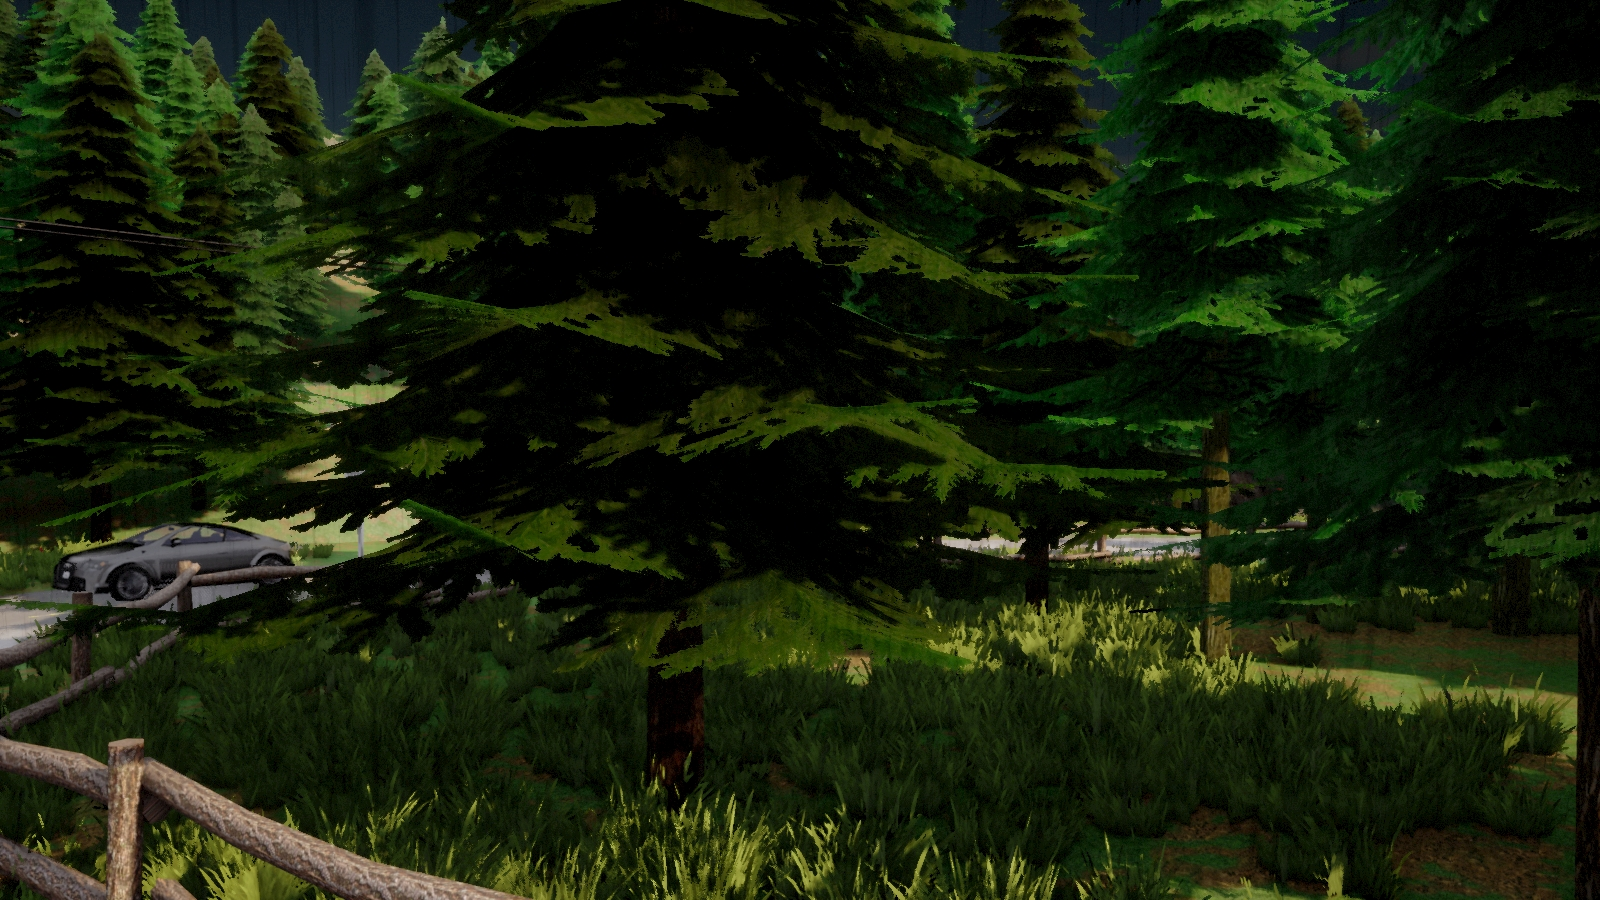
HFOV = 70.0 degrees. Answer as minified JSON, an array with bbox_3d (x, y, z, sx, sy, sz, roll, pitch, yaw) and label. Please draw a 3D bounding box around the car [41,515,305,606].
[{"bbox_3d":[-12.413,2.119,22.826,1.994,1.385,4.181,0,0,39],"label":"car"}]
